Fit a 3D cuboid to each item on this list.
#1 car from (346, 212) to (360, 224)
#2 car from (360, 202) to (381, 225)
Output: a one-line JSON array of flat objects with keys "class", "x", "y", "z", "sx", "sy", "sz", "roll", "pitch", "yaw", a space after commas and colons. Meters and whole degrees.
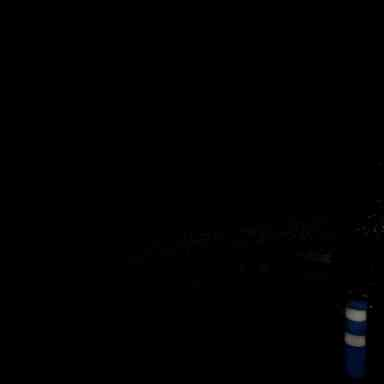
[{"class": "car", "x": 12.824, "y": 1.650, "z": 22.119, "sx": 2.163, "sy": 1.488, "sz": 4.792, "roll": -1, "pitch": 2, "yaw": -41}, {"class": "car", "x": 9.624, "y": 1.514, "z": 13.867, "sx": 5.566, "sy": 2.045, "sz": 2.150, "roll": 0, "pitch": 1, "yaw": -35}]
